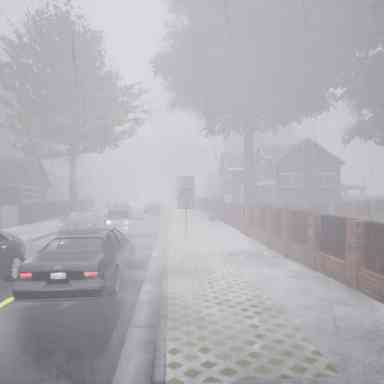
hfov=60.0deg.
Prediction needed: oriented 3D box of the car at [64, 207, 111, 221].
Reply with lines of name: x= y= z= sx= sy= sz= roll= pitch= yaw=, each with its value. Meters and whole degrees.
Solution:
car: x=-6.174 y=1.717 z=19.173 sx=1.812 sy=1.442 sz=4.674 roll=-1 pitch=-1 yaw=-4

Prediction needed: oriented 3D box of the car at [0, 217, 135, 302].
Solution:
car: x=-2.636 y=1.618 z=8.650 sx=2.033 sy=1.411 sz=5.357 roll=-1 pitch=0 yaw=-4

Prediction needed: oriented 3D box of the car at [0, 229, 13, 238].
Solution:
car: x=-5.471 y=1.591 z=7.296 sx=1.837 sy=1.490 sz=4.892 roll=-1 pitch=0 yaw=-1

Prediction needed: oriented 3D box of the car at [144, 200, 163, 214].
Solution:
car: x=-4.565 y=1.924 z=39.055 sx=1.895 sy=1.301 sz=4.718 roll=-1 pitch=0 yaw=-3

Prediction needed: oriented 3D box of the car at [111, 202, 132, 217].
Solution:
car: x=-7.042 y=1.785 z=32.773 sx=1.882 sy=1.535 sz=5.008 roll=-1 pitch=0 yaw=-4
